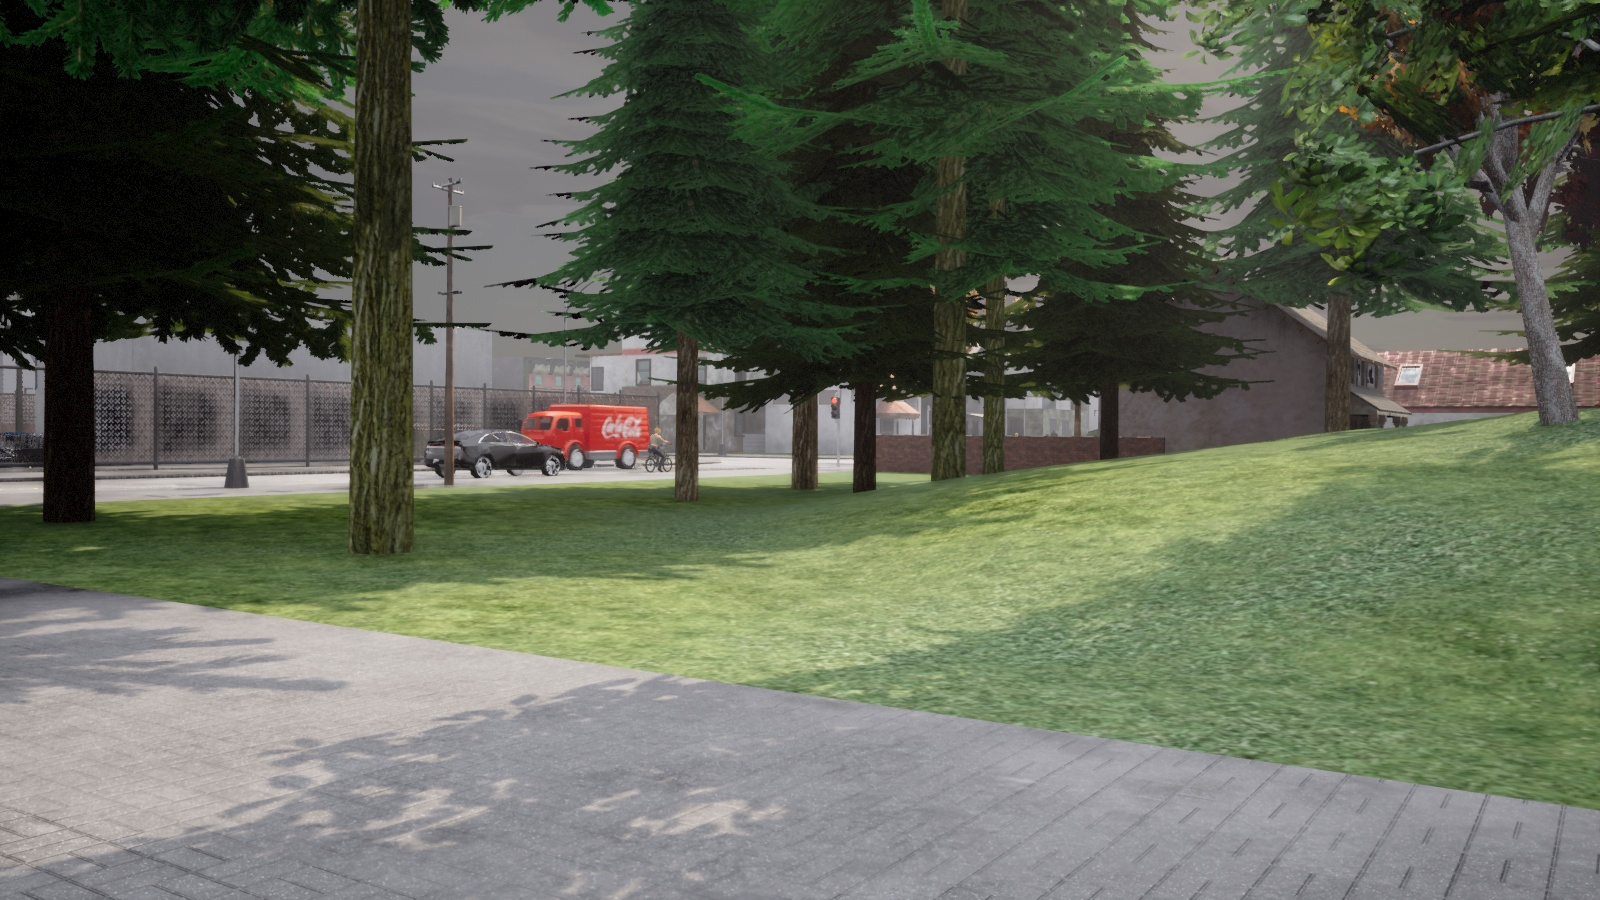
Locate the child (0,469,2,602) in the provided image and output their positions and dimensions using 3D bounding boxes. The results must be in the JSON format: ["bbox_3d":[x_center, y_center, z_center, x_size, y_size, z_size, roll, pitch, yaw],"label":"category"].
[{"bbox_3d":[-6.935,0.640,10.520,0.437,1.263,0.270,0,1,37],"label":"child"}]

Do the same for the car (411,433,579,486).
[{"bbox_3d":[-9.367,0.240,38.970,2.128,1.511,4.902,0,1,34],"label":"car"}]

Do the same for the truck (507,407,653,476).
[{"bbox_3d":[-8.290,-0.333,47.838,2.627,2.467,5.204,0,1,33],"label":"truck"}]

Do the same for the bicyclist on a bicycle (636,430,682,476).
[{"bbox_3d":[-5.094,0.094,45.400,0.866,1.612,1.509,0,1,33],"label":"bicyclist on a bicycle"}]
